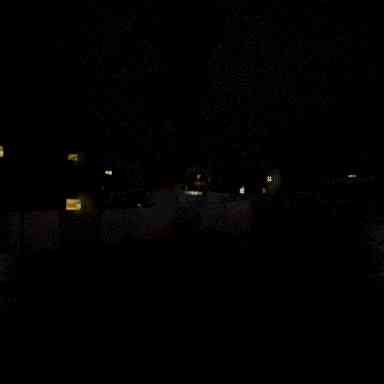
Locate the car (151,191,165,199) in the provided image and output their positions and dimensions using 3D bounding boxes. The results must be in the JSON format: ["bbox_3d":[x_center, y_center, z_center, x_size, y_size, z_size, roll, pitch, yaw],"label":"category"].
[{"bbox_3d":[-6.438,0.639,61.664,1.812,1.442,4.674,1,1,-21],"label":"car"}]
